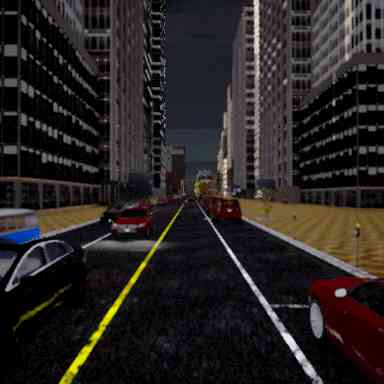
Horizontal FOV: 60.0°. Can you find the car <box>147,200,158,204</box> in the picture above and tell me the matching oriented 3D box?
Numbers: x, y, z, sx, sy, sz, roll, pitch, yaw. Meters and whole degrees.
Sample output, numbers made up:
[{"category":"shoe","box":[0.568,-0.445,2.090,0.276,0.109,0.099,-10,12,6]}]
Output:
[{"category":"car","box":[-5.812,1.755,42.335,1.802,1.307,4.206,0,0,0]}]

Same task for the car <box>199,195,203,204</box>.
[{"category":"car","box":[2.553,1.499,47.901,2.192,1.841,5.009,0,0,0]}]

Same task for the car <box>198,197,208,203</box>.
[{"category":"car","box":[2.468,1.854,75.596,1.947,1.339,4.313,0,0,0]}]

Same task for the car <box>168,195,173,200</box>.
[{"category":"car","box":[-5.913,1.881,75.570,1.802,1.307,4.206,0,0,0]}]

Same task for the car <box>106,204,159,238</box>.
[{"category":"car","box":[-3.134,1.604,18.456,1.812,1.442,4.674,0,0,0]}]

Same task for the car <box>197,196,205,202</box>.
[{"category":"car","box":[2.434,1.770,86.675,1.967,1.590,4.097,0,0,0]}]

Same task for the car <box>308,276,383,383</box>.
[{"category":"car","box":[2.709,1.556,3.589,1.887,1.381,4.507,0,0,0]}]

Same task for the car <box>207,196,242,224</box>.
[{"category":"car","box":[2.619,1.414,25.743,2.192,1.841,5.009,0,0,0]}]

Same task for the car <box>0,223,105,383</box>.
[{"category":"car","box":[-3.113,1.516,5.208,2.128,1.511,4.902,0,0,0]}]

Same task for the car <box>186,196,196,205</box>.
[{"category":"car","box":[-0.201,1.758,67.277,2.128,1.511,4.902,0,0,0]}]

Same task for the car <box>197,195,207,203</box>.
[{"category":"car","box":[2.452,1.624,81.136,2.192,1.841,5.009,0,0,0]}]

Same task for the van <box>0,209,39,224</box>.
[{"category":"van","box":[-5.710,1.386,9.100,1.690,1.788,3.998,0,0,0]}]

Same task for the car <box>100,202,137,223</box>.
[{"category":"car","box":[-5.762,1.676,25.717,1.947,1.339,4.313,0,0,0]}]

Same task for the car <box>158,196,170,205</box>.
[{"category":"car","box":[-5.879,1.840,64.492,1.802,1.307,4.206,0,0,0]}]

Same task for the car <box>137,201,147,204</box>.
[{"category":"car","box":[-5.778,1.682,31.255,2.008,1.369,4.403,0,0,0]}]

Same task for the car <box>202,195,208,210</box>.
[{"category":"car","box":[2.586,1.456,36.823,2.192,1.841,5.009,0,0,0]}]

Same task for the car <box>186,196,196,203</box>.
[{"category":"car","box":[-0.232,1.721,77.700,2.033,1.411,5.357,0,0,0]}]
